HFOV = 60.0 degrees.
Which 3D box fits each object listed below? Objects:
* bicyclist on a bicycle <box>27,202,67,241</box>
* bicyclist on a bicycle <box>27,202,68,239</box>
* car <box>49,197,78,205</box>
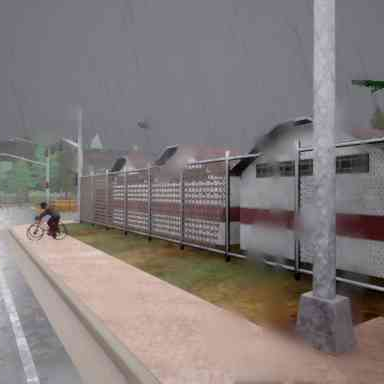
[{"bbox_3d":[-6.268,1.301,14.392,1.656,1.620,0.582,0,0,-14],"label":"bicyclist on a bicycle"},{"bbox_3d":[-6.782,1.301,15.612,1.656,1.620,0.582,0,0,-39],"label":"bicyclist on a bicycle"},{"bbox_3d":[-19.428,1.505,50.150,4.892,1.490,1.837,0,0,-35],"label":"car"}]
